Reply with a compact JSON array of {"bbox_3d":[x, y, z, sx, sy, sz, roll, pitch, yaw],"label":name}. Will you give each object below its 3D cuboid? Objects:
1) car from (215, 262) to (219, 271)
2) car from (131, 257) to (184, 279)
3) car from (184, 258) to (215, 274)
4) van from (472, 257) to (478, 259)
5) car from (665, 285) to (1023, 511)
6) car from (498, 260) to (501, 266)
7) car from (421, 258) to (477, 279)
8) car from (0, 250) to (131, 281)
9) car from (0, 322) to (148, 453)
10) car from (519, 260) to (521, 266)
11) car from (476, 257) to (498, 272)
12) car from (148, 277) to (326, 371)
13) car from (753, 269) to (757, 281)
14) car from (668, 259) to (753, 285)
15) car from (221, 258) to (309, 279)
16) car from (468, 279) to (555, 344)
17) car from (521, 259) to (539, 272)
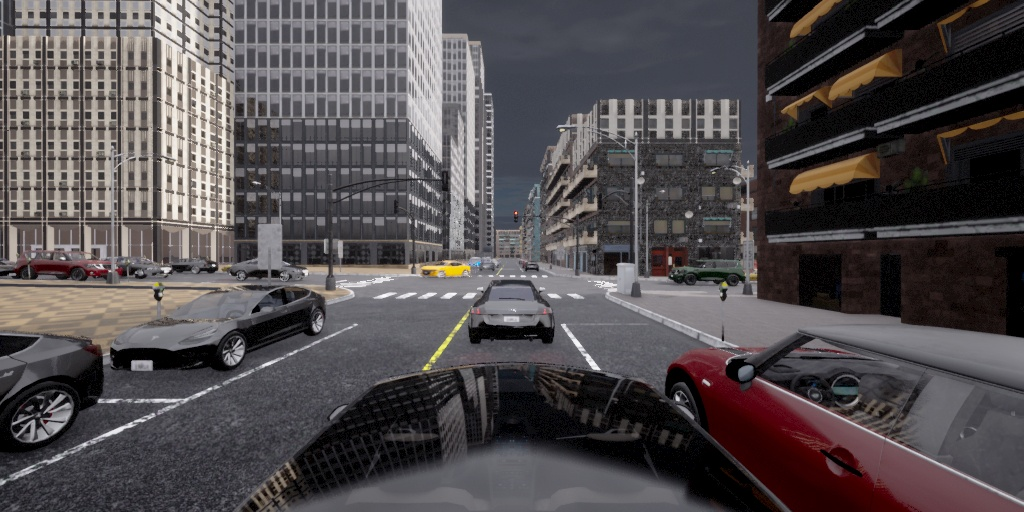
[{"bbox_3d":[-22.122,0.880,30.753,4.829,1.417,1.751,0,0,-1],"label":"car"},{"bbox_3d":[-26.364,0.780,24.816,4.902,1.511,2.128,1,0,-1],"label":"car"},{"bbox_3d":[-27.566,0.815,30.589,4.313,1.339,1.948,0,0,-1],"label":"car"},{"bbox_3d":[-5.843,1.097,57.312,1.690,1.789,3.998,0,0,0],"label":"van"},{"bbox_3d":[2.692,1.190,2.479,1.967,1.591,4.097,0,0,0],"label":"car"},{"bbox_3d":[-3.240,1.283,59.925,1.812,1.442,4.674,0,0,0],"label":"car"},{"bbox_3d":[-5.675,1.157,31.404,1.882,1.535,5.008,2,-1,33],"label":"car"},{"bbox_3d":[-27.440,0.590,22.208,5.009,1.841,2.192,0,0,-1],"label":"car"},{"bbox_3d":[-5.688,1.316,2.455,1.948,1.339,4.313,0,0,0],"label":"car"},{"bbox_3d":[2.538,1.301,57.336,1.888,1.381,4.507,0,0,0],"label":"car"},{"bbox_3d":[-3.231,1.246,47.022,2.128,1.511,4.902,0,0,-1],"label":"car"},{"bbox_3d":[-5.703,1.315,7.701,1.948,1.339,4.313,0,0,0],"label":"car"},{"bbox_3d":[21.286,1.698,31.278,4.829,1.417,1.751,0,0,-1],"label":"car"},{"bbox_3d":[15.509,1.290,28.602,5.566,2.045,2.150,1,0,-1],"label":"car"},{"bbox_3d":[-16.791,0.959,24.954,4.902,1.511,2.128,1,0,-1],"label":"car"},{"bbox_3d":[-0.017,1.314,9.634,1.994,1.385,4.181,0,0,0],"label":"car"},{"bbox_3d":[2.566,1.319,47.369,1.948,1.339,4.313,0,0,0],"label":"car"}]
